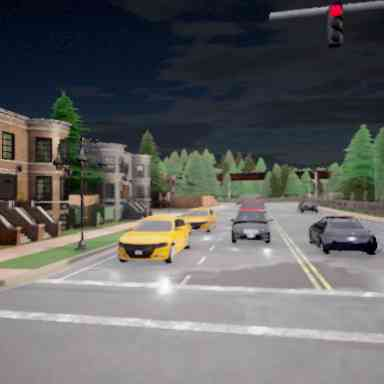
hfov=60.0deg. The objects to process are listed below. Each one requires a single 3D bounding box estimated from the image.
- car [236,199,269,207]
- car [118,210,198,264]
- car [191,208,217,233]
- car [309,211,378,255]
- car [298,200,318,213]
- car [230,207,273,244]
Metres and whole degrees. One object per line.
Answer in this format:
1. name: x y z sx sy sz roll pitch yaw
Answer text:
1. car: 5.171 1.625 27.969 2.150 2.045 5.566 -1 -1 11
2. car: -1.256 1.720 13.186 1.882 1.535 5.008 -1 -1 11
3. car: 0.554 1.852 22.579 1.882 1.535 5.008 -1 -1 11
4. car: 6.264 1.725 14.223 1.994 1.385 4.181 -1 -1 11
5. car: 15.799 1.908 45.569 2.097 1.767 4.553 -1 -1 11
6. car: 3.134 1.748 17.480 2.128 1.511 4.902 -1 -1 11
